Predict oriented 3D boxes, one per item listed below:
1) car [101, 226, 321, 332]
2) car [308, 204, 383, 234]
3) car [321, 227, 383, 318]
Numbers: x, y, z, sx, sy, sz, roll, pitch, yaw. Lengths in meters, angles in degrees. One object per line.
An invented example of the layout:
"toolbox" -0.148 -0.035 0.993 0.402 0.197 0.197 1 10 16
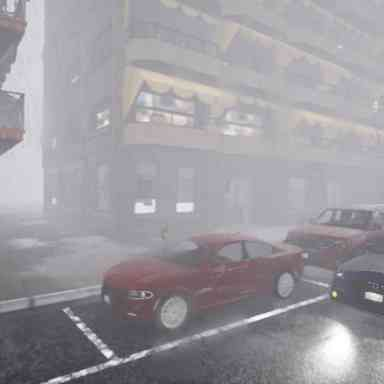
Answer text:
"car" 0.425 1.547 6.854 4.507 1.381 1.887 0 1 -36
"car" 4.957 1.319 10.089 5.009 1.841 2.192 0 1 -36
"car" 4.646 1.567 6.692 4.181 1.385 1.994 0 0 -36
